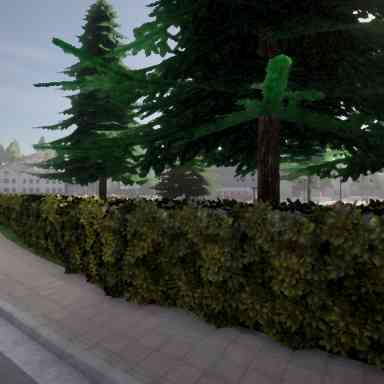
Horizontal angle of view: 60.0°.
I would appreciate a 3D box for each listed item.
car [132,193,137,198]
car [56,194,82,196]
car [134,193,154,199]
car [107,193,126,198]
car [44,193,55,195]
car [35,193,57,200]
[{"bbox_3d":[-10.838,1.097,77.812,4.605,1.855,1.932,0,0,-36],"label":"car"},{"bbox_3d":[-23.826,1.320,64.084,3.633,1.501,1.845,0,0,-36],"label":"car"},{"bbox_3d":[-7.908,1.384,60.724,3.806,1.475,1.970,0,0,-36],"label":"car"},{"bbox_3d":[-20.307,1.154,90.342,5.027,1.636,2.152,0,0,-36],"label":"car"},{"bbox_3d":[-29.605,1.298,72.236,4.514,1.523,2.007,0,0,-36],"label":"car"},{"bbox_3d":[-36.273,1.097,82.782,4.605,1.855,1.932,0,0,-36],"label":"car"}]
